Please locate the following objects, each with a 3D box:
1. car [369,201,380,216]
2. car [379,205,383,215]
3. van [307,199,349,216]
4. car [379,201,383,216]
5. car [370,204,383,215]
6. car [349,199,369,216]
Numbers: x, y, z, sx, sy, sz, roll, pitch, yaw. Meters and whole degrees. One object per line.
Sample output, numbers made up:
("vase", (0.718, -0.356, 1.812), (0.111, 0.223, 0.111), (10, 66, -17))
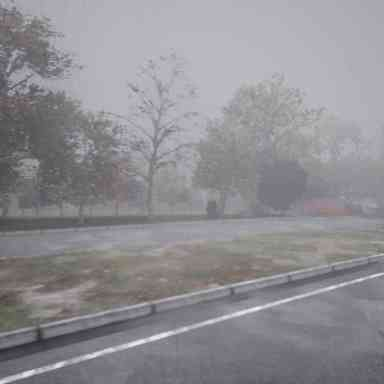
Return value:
("car", (20.634, 2.259, 42.816), (1.946, 1.575, 5.366), (3, -2, -35))
("car", (31.799, 2.810, 50.992), (2.097, 1.535, 5.008), (3, -2, -35))
("van", (15.857, 1.835, 39.784), (1.878, 1.987, 4.442), (2, -1, -35))
("car", (22.782, 2.372, 44.566), (2.231, 1.521, 4.892), (3, -2, -35))
("car", (29.443, 2.695, 49.313), (2.097, 1.535, 5.008), (3, -2, -35))
("car", (18.264, 1.907, 41.389), (2.435, 2.045, 5.566), (2, -1, -35))
